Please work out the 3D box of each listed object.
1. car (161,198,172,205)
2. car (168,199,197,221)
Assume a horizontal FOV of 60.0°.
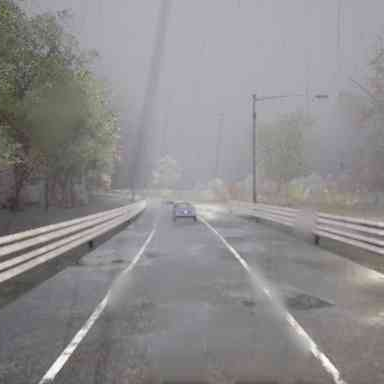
[{"bbox_3d":[-4.295,1.632,58.111,1.895,1.301,4.718,0,0,-10],"label":"car"},{"bbox_3d":[-0.698,1.561,27.197,2.033,1.411,5.357,0,0,-5],"label":"car"}]
